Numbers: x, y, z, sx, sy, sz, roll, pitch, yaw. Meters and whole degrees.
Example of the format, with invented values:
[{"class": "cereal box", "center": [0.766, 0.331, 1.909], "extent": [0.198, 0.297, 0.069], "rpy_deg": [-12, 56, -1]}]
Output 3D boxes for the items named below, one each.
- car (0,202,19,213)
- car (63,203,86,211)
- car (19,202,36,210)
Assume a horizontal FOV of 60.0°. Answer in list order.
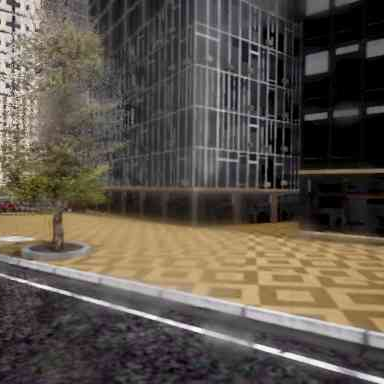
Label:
[{"class": "car", "center": [-28.241, 2.198, 47.972], "extent": [5.009, 1.841, 2.192], "rpy_deg": [0, 1, -34]}, {"class": "car", "center": [-18.888, 2.475, 54.379], "extent": [4.507, 1.381, 1.887], "rpy_deg": [0, 1, -34]}, {"class": "car", "center": [-28.017, 2.335, 57.679], "extent": [4.403, 1.369, 2.008], "rpy_deg": [0, 1, -34]}]
